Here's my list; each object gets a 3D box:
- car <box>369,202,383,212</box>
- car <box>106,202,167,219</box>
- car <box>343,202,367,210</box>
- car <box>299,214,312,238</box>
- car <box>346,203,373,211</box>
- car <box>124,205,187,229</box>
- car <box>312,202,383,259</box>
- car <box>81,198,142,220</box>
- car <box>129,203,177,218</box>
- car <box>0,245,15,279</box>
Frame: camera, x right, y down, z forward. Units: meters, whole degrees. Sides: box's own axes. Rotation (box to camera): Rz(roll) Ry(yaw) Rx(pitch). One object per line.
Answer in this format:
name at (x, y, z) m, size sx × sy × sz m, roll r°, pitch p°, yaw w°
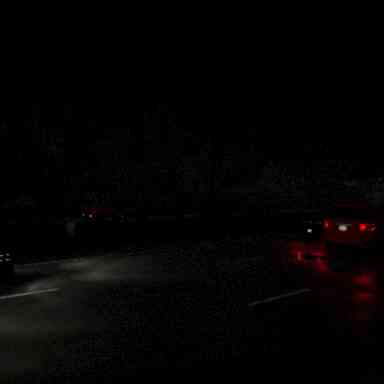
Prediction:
car at (29.521, 2.352, 51.523) m, size 4.181 × 1.385 × 1.994 m, roll 1°, pitch -1°, yaw -36°
car at (-4.057, 1.810, 27.043) m, size 5.008 × 1.535 × 1.882 m, roll 1°, pitch -1°, yaw -36°
car at (29.484, 2.498, 60.122) m, size 4.718 × 1.301 × 1.895 m, roll 1°, pitch -1°, yaw -36°
car at (7.880, 1.760, 18.180) m, size 4.902 × 1.511 × 2.128 m, roll 1°, pitch -1°, yaw -36°
car at (27.391, 2.416, 54.288) m, size 4.718 × 1.301 × 1.895 m, roll 1°, pitch -1°, yaw -36°
car at (-2.367, 1.864, 23.939) m, size 4.181 × 1.385 × 1.994 m, roll 1°, pitch -1°, yaw -36°
car at (7.622, 1.431, 13.672) m, size 5.566 × 2.045 × 2.150 m, roll 1°, pitch -1°, yaw -37°
car at (-6.807, 1.572, 29.370) m, size 5.566 × 2.045 × 2.150 m, roll 1°, pitch -1°, yaw -36°
car at (-4.120, 1.948, 35.665) m, size 4.892 × 1.490 × 1.837 m, roll 1°, pitch -1°, yaw -36°
car at (-6.788, 1.547, 7.452) m, size 5.008 × 1.535 × 1.882 m, roll 1°, pitch -1°, yaw -36°
